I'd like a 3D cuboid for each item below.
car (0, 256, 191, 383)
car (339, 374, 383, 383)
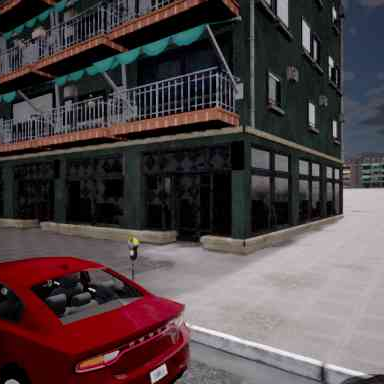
[{"bbox_3d":[-2.124,1.545,4.381,4.507,1.381,1.887,0,0,35],"label":"car"},{"bbox_3d":[2.473,1.566,1.119,4.313,1.339,1.947,0,0,35],"label":"car"}]
